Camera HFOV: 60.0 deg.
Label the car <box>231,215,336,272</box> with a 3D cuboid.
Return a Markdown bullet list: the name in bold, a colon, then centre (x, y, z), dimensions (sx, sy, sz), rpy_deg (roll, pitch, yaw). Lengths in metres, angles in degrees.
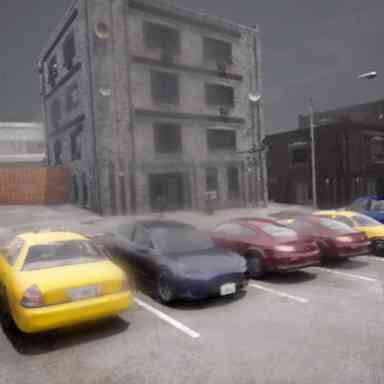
- **car**: centre (1.578, 1.508, 10.128), dimensions (2.002, 1.452, 4.674), rpy_deg (0, 0, -35)

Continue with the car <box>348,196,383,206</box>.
- **car**: centre (8.274, 1.202, 14.945), dimensions (2.435, 2.045, 5.566), rpy_deg (0, 0, -36)

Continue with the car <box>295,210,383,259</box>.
- **car**: centre (3.749, 1.503, 11.678), dimensions (2.002, 1.452, 4.674), rpy_deg (0, 0, -36)

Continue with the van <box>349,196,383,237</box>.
- **van**: centre (10.495, 1.222, 16.638), dimensions (1.878, 1.987, 4.442), rpy_deg (0, 0, -36)

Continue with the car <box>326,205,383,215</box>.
- **car**: centre (6.229, 1.455, 13.223), dimensions (1.946, 1.575, 5.366), rpy_deg (0, 0, -36)

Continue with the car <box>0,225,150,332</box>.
- **car**: centre (-3.075, 1.475, 7.040), dimensions (1.946, 1.575, 5.366), rpy_deg (0, 0, -36)

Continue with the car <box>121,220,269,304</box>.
- **car**: centre (-0.677, 1.503, 8.487), dimensions (2.163, 1.488, 4.792), rpy_deg (0, 0, -36)
